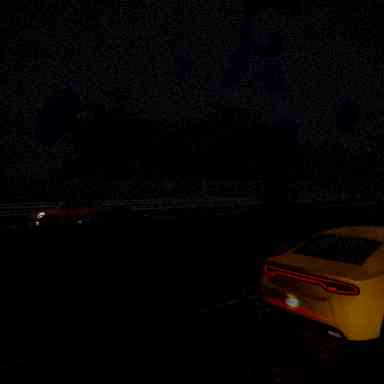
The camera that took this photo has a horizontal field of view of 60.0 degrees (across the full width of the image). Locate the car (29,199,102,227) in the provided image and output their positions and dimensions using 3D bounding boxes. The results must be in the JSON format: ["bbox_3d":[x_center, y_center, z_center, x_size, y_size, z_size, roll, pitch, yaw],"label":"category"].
[{"bbox_3d":[-7.359,1.271,20.240,4.553,1.767,2.097,-1,1,-36],"label":"car"}]

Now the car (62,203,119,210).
[{"bbox_3d":[-4.456,1.469,18.014,4.181,1.385,1.994,-1,1,-35],"label":"car"}]

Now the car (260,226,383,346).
[{"bbox_3d":[3.460,1.389,6.219,5.008,1.535,1.882,-1,1,-36],"label":"car"}]

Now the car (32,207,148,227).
[{"bbox_3d":[-3.913,1.531,14.102,4.718,1.301,1.895,-1,1,-36],"label":"car"}]

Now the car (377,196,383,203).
[{"bbox_3d":[27.129,0.893,44.808,5.357,1.411,2.033,-1,1,-35],"label":"car"}]
